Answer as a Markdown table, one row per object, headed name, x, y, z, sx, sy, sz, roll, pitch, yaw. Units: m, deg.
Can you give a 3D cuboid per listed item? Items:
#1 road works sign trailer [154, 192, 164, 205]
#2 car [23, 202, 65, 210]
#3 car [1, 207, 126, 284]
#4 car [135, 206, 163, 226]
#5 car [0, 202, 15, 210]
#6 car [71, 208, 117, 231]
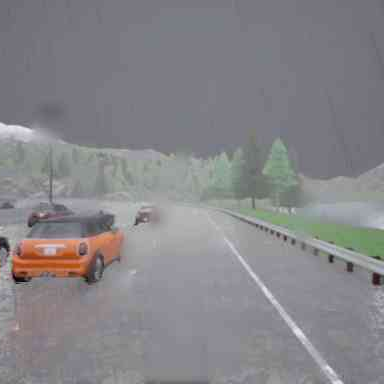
| name | x | y | z | sx | sy | sz | roll | pitch | yaw |
| --- | --- | --- | --- | --- | --- | --- | --- | --- | --- |
| road works sign trailer | -9.280 | 1.673 | 91.991 | 2.380 | 3.560 | 2.880 | 0 | -1 | -21 |
| car | -10.418 | 1.683 | 25.182 | 2.097 | 1.767 | 4.553 | 0 | -1 | 0 |
| car | -3.426 | 1.487 | 10.201 | 2.097 | 1.767 | 4.553 | 0 | -1 | 0 |
| car | -3.411 | 1.879 | 26.779 | 1.812 | 1.442 | 4.674 | 0 | -1 | 0 |
| car | -24.757 | 2.069 | 42.936 | 1.837 | 1.490 | 4.892 | 0 | 0 | -2 |
| car | -6.924 | 1.918 | 24.046 | 1.895 | 1.301 | 4.718 | 0 | -1 | 0 |
